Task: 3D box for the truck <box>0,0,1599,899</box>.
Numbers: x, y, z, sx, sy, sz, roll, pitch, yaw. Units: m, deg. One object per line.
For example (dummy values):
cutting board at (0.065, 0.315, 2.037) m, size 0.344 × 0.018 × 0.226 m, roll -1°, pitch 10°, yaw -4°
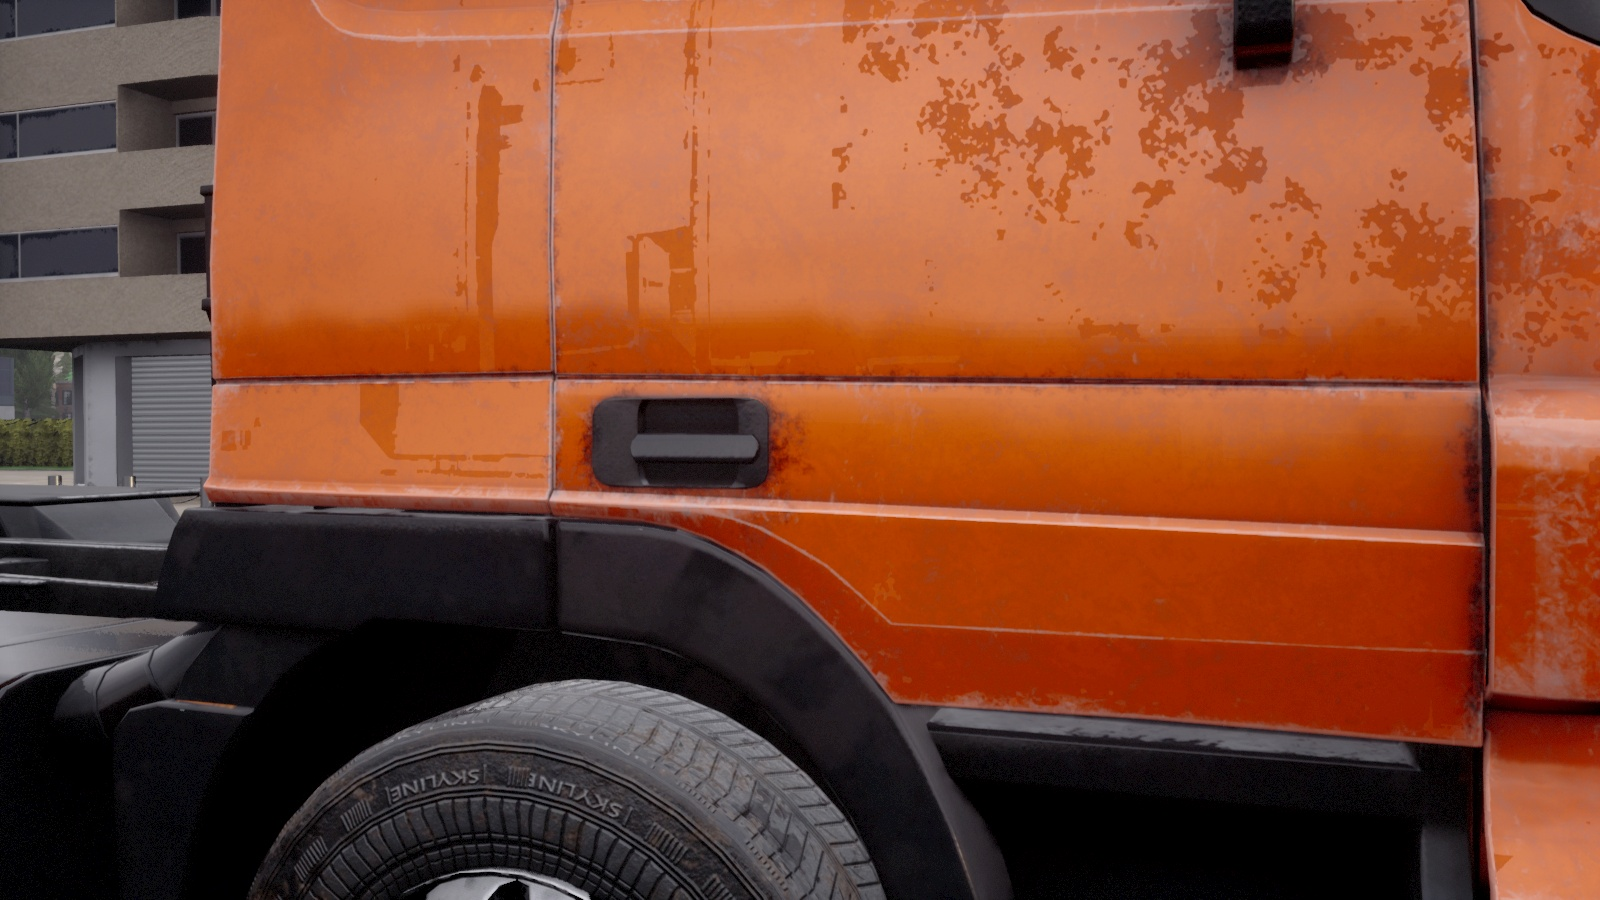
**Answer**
truck at (-2.193, -0.229, 3.922) m, size 7.936 × 3.462 × 2.891 m, roll 1°, pitch 1°, yaw 19°
